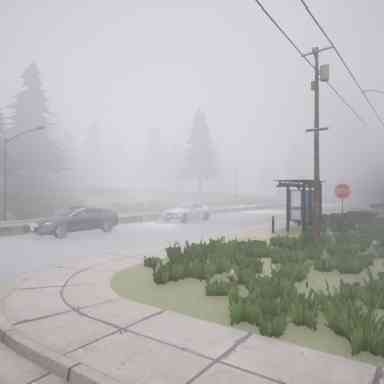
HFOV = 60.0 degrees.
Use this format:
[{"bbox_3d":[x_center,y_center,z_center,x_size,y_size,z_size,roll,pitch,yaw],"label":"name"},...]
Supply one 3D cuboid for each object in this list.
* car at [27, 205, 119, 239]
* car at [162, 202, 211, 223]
[{"bbox_3d":[-6.150,1.492,17.760,2.128,1.511,4.902,0,0,36],"label":"car"},{"bbox_3d":[-0.305,1.526,25.833,1.812,1.442,4.674,0,0,36],"label":"car"}]
